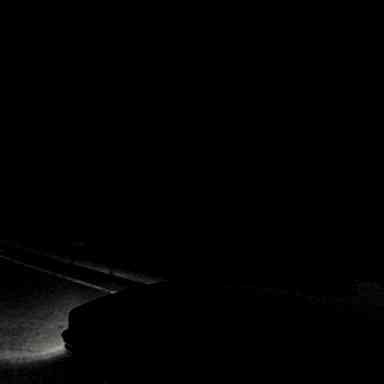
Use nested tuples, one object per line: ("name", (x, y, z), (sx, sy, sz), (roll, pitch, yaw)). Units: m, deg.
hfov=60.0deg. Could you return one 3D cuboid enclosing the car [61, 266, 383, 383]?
("car", (0.904, 1.557, 3.420), (5.357, 1.411, 2.033), (0, 0, 37))
